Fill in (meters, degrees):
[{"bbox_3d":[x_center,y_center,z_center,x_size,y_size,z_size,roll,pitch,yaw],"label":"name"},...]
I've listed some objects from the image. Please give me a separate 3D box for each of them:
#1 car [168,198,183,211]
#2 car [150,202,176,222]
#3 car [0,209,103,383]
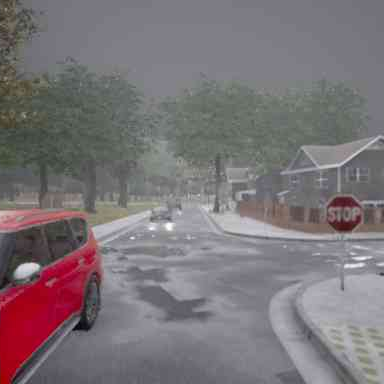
[{"bbox_3d":[-2.735,1.938,54.679,2.150,2.045,5.566,0,-1,0],"label":"car"},{"bbox_3d":[-2.740,1.965,30.503,1.812,1.442,4.674,0,-1,0],"label":"car"},{"bbox_3d":[-2.742,1.287,4.134,2.150,2.045,5.566,0,-1,0],"label":"car"}]
